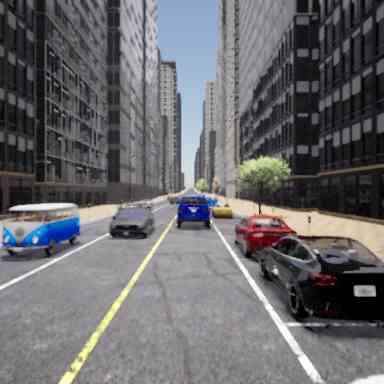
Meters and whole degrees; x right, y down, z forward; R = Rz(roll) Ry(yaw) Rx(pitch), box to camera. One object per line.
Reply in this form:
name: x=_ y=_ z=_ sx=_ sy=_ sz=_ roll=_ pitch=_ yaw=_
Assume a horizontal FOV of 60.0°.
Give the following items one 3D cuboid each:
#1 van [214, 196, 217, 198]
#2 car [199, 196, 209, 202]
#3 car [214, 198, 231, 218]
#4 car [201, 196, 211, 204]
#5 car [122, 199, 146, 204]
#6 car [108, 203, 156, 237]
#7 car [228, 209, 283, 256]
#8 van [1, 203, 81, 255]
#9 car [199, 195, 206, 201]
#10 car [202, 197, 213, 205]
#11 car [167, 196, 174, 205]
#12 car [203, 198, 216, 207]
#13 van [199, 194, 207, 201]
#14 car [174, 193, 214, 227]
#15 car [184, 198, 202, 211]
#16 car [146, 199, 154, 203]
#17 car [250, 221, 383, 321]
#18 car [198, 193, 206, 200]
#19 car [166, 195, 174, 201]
van: x=2.697 y=1.371 z=47.133 sx=1.690 sy=1.788 sz=3.998 roll=0 pitch=0 yaw=0
car: x=2.702 y=1.567 z=75.620 sx=2.008 sy=1.369 sz=4.403 roll=0 pitch=0 yaw=0
car: x=2.694 y=1.554 z=30.211 sx=1.752 sy=1.417 sz=4.829 roll=0 pitch=0 yaw=0
car: x=2.700 y=1.548 z=64.394 sx=1.752 sy=1.417 sz=4.829 roll=0 pitch=0 yaw=0
car: x=-5.687 y=1.579 z=30.043 sx=2.008 sy=1.369 sz=4.403 roll=0 pitch=0 yaw=0
car: x=-3.098 y=1.568 z=18.318 sx=2.033 sy=1.411 sz=5.357 roll=0 pitch=0 yaw=0
car: x=2.690 y=1.560 z=12.950 sx=1.887 sy=1.381 sz=4.507 roll=0 pitch=0 yaw=0
van: x=-5.690 y=1.356 z=12.952 sx=1.690 sy=1.788 sz=3.998 roll=0 pitch=0 yaw=0
car: x=2.705 y=1.546 z=87.016 sx=1.887 sy=1.381 sz=4.507 roll=0 pitch=0 yaw=0
car: x=2.699 y=1.607 z=58.528 sx=1.802 sy=1.307 sz=4.206 roll=0 pitch=0 yaw=0
car: x=-3.036 y=1.529 z=59.517 sx=1.837 sy=1.490 sz=4.892 roll=0 pitch=0 yaw=1
car: x=2.698 y=1.610 z=52.831 sx=1.802 sy=1.307 sz=4.206 roll=0 pitch=0 yaw=0
van: x=2.703 y=1.351 z=81.317 sx=1.690 sy=1.788 sz=3.998 roll=0 pitch=0 yaw=0
car: x=0.104 y=1.246 z=23.051 sx=2.150 sy=2.045 sz=5.566 roll=0 pitch=0 yaw=0
car: x=0.108 y=1.522 z=41.631 sx=2.128 sy=1.511 sz=4.902 roll=0 pitch=0 yaw=0
car: x=-5.684 y=1.581 z=41.438 sx=2.008 sy=1.369 sz=4.403 roll=0 pitch=0 yaw=0
car: x=2.690 y=1.575 z=7.251 sx=1.947 sy=1.339 sz=4.313 roll=0 pitch=0 yaw=0
car: x=2.706 y=1.306 z=92.712 sx=2.192 sy=1.841 sz=5.009 roll=0 pitch=0 yaw=0
car: x=-5.676 y=1.584 z=87.018 sx=1.802 sy=1.307 sz=4.206 roll=0 pitch=0 yaw=0
